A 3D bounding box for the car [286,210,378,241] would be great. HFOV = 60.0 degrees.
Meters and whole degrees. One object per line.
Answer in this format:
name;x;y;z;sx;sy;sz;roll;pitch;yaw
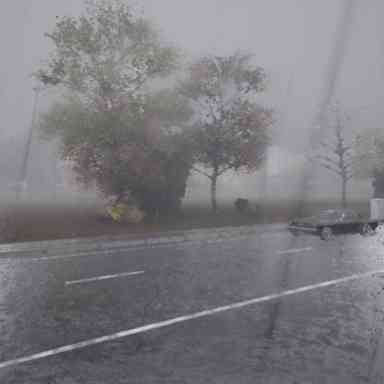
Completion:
car;6.940;1.553;16.399;4.718;1.301;1.895;0;0;-29
